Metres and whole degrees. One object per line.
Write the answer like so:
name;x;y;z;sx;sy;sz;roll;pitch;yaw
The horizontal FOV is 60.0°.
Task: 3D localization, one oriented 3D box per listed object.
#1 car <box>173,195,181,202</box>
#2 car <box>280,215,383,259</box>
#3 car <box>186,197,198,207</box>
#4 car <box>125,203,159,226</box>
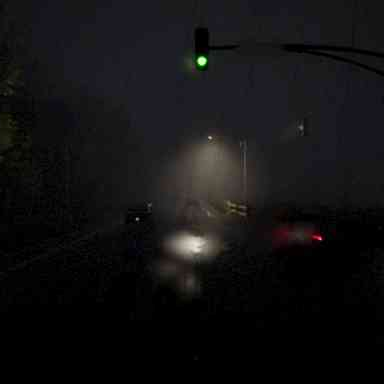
car;-3.545;1.469;78.948;1.837;1.490;4.892;0;0;0
car;5.715;1.566;12.639;5.357;1.411;2.033;1;-1;-35
car;0.069;1.531;52.327;2.033;1.411;5.357;0;0;0
car;-3.414;1.487;23.284;2.128;1.511;4.902;0;0;0
